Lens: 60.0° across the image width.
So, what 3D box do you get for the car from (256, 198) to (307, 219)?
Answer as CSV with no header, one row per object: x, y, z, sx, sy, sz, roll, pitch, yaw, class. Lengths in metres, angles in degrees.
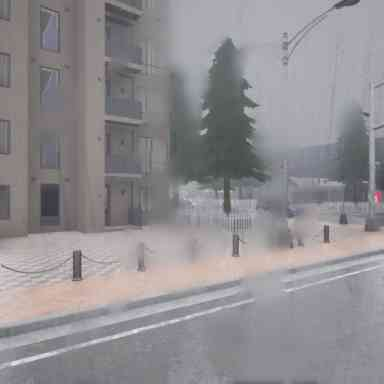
7.862,1.367,29.589,2.097,1.767,4.553,0,0,-37,car

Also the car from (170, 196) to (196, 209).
-1.455,1.579,41.931,1.994,1.385,4.181,0,0,-37,car

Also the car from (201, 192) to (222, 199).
5.388,1.113,92.658,1.932,1.855,4.605,0,0,-37,car

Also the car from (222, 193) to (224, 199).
7.474,1.092,94.722,1.905,1.878,3.866,0,0,-37,car
